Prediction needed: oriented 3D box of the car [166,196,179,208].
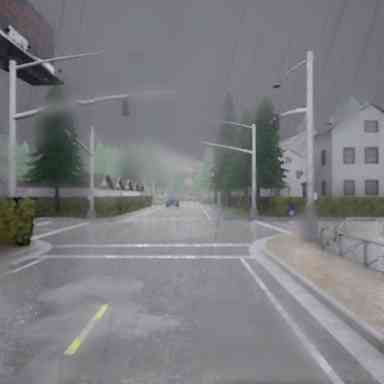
[{"bbox_3d":[-3.496,1.781,61.208,2.150,2.045,5.566,0,-1,0],"label":"car"}]
